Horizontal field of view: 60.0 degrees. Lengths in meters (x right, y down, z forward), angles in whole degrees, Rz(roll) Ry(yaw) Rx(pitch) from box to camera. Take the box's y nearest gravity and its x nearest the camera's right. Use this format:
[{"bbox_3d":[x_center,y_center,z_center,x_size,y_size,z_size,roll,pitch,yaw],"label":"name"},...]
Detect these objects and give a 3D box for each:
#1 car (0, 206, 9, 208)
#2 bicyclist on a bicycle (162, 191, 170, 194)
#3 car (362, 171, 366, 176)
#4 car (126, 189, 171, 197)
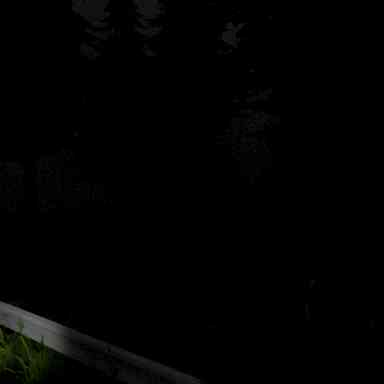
[{"bbox_3d":[-17.119,1.646,27.003,4.181,1.385,1.994,-6,3,-40],"label":"car"},{"bbox_3d":[-2.234,0.269,28.847,0.582,1.620,1.656,1,4,-28],"label":"bicyclist on a bicycle"},{"bbox_3d":[18.525,-1.486,35.956,4.553,1.767,2.097,-5,-2,22],"label":"car"},{"bbox_3d":[-4.588,0.406,34.984,5.008,1.535,1.882,-5,2,-24],"label":"car"}]
